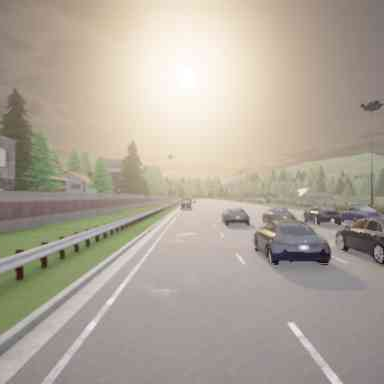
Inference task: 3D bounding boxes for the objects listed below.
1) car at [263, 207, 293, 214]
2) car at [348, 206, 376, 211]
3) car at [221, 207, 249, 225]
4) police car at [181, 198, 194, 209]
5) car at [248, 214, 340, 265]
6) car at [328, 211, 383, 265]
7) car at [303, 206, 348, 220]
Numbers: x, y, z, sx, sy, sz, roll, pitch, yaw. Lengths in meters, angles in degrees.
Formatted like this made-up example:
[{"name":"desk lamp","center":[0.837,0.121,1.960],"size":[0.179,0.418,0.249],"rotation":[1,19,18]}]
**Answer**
[{"name":"car","center":[7.055,1.947,27.369],"size":[1.994,1.385,4.181],"rotation":[0,-1,1]},{"name":"car","center":[14.059,1.914,27.955],"size":[1.812,1.442,4.674],"rotation":[0,-1,1]},{"name":"car","center":[3.556,1.950,27.580],"size":[1.994,1.385,4.181],"rotation":[0,-1,1]},{"name":"police car","center":[-1.035,2.260,59.869],"size":[1.930,1.638,5.238],"rotation":[0,-1,0]},{"name":"car","center":[3.550,1.740,12.481],"size":[1.994,1.385,4.181],"rotation":[0,-1,1]},{"name":"car","center":[7.049,1.678,12.302],"size":[1.837,1.490,4.892],"rotation":[0,0,1]},{"name":"car","center":[10.553,1.887,27.301],"size":[1.837,1.490,4.892],"rotation":[0,0,1]}]
